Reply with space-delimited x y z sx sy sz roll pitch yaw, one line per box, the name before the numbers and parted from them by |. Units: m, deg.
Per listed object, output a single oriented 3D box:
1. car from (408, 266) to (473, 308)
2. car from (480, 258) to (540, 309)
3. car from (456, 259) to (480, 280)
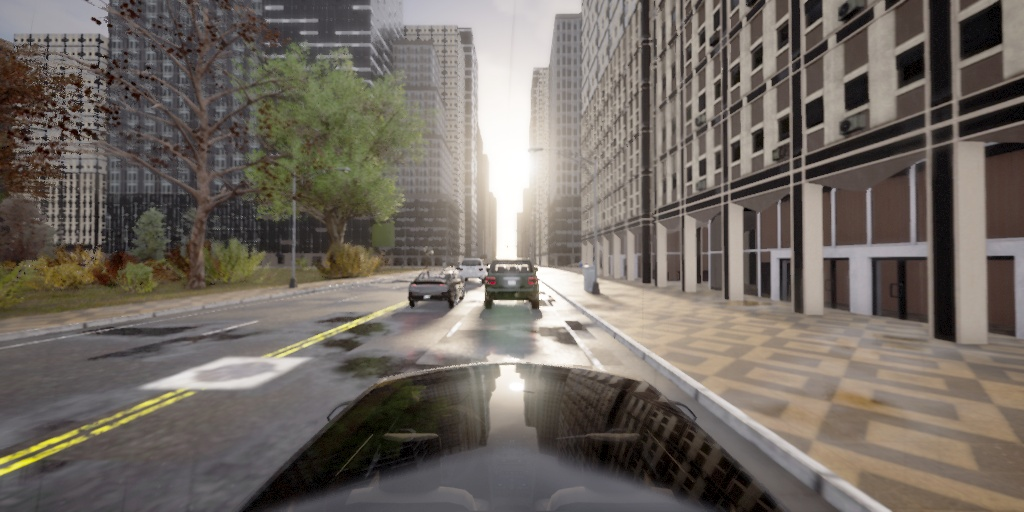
car | -3.248 1.380 16.148 2.128 1.511 4.902 0 0 0
car | -0.002 1.101 15.870 2.150 2.045 5.566 0 0 0
car | -3.255 1.257 30.881 2.150 2.045 5.566 0 -1 0
